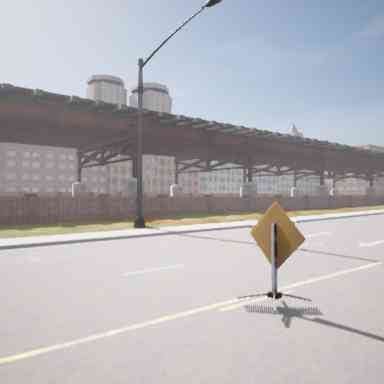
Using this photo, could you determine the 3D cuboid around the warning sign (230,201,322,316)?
[{"bbox_3d":[1.553,1.107,6.281,1.060,1.860,1.300,1,-1,-36],"label":"warning sign"}]
